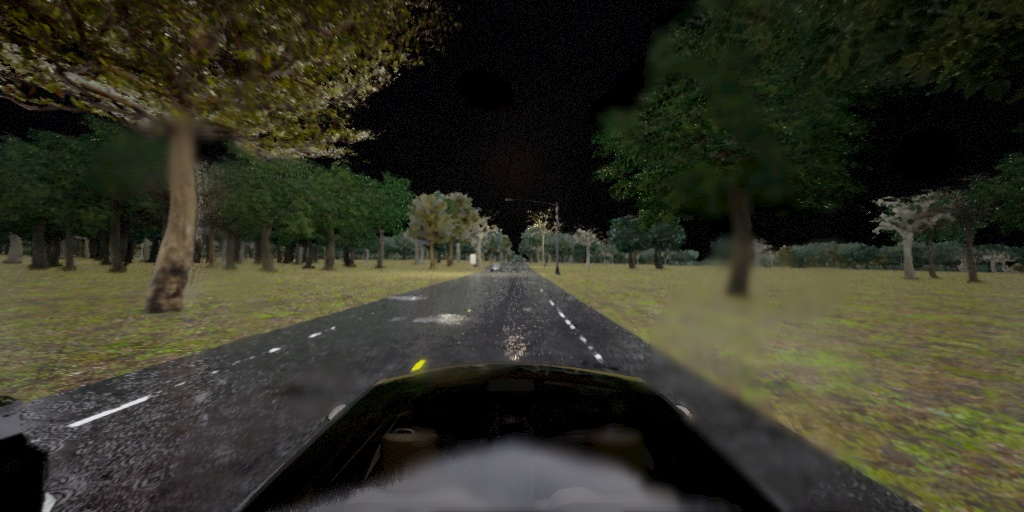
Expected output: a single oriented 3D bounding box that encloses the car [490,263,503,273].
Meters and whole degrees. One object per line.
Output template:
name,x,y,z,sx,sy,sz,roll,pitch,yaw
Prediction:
car,-2.592,1.965,60.040,2.128,1.511,4.902,0,-1,2
